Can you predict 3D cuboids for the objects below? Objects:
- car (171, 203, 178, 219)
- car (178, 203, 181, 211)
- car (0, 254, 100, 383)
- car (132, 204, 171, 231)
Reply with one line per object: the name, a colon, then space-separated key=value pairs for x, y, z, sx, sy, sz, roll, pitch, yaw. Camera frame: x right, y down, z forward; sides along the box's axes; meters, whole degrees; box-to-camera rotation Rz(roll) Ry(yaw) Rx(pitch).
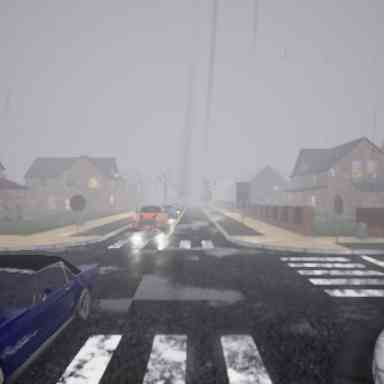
car: x=-2.841 y=2.094 z=36.335 sx=1.812 sy=1.442 sz=4.674 roll=0 pitch=0 yaw=0
car: x=-2.776 y=2.461 z=55.221 sx=2.033 sy=1.411 sz=5.357 roll=0 pitch=-1 yaw=1
car: x=-2.844 y=1.671 z=4.700 sx=1.895 sy=1.301 sz=4.718 roll=0 pitch=-1 yaw=0
car: x=-2.847 y=1.701 z=23.417 sx=2.097 sy=1.767 sz=4.553 roll=0 pitch=-1 yaw=0
